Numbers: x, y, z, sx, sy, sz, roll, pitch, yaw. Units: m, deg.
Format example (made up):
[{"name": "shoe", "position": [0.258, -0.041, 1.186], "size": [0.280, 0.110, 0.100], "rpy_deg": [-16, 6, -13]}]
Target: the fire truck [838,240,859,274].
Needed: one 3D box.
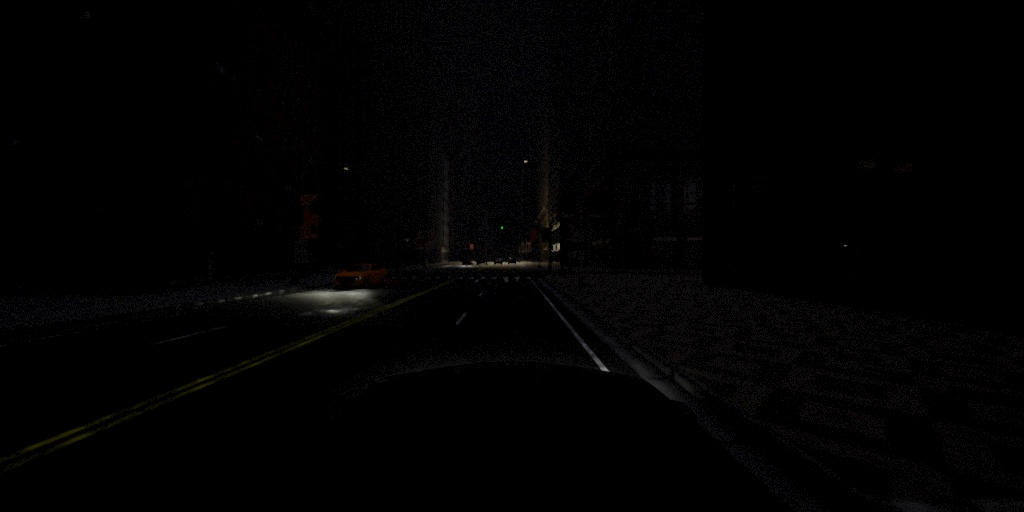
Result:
[{"name": "fire truck", "position": [37.636, 0.113, 40.531], "size": [8.468, 3.827, 2.891], "rpy_deg": [0, 0, 0]}]

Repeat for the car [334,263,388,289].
[{"name": "car", "position": [-9.806, 1.234, 23.642], "size": [1.882, 1.535, 5.008], "rpy_deg": [0, 0, 0]}]
